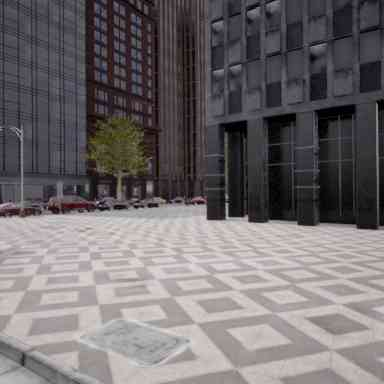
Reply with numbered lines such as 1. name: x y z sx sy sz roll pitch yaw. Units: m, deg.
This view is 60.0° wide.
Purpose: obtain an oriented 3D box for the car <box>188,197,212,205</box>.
1. car: 1.455 1.538 58.284 1.895 1.301 4.718 -1 0 34

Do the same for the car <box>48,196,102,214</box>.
1. car: -12.173 1.289 33.935 2.192 1.841 5.009 -1 0 35

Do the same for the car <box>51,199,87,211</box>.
1. car: -15.997 1.640 43.413 1.802 1.307 4.206 -1 0 35

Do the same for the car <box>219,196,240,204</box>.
1. car: 7.001 1.462 61.808 1.947 1.339 4.313 -1 0 35

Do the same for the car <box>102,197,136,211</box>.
1. car: -8.976 1.523 38.579 1.947 1.339 4.313 -1 0 35

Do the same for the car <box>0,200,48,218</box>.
1. car: -15.366 1.575 29.287 1.802 1.307 4.206 -1 0 35

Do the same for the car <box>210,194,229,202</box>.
1. car: 6.372 1.294 75.940 2.192 1.841 5.009 -1 0 35

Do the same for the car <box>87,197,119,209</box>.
1. car: -12.803 1.483 48.060 1.967 1.590 4.097 -1 0 35

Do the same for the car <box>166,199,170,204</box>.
1. car: -6.506 1.543 57.212 1.752 1.417 4.829 -1 0 35

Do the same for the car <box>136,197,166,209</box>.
1. car: -5.781 1.507 43.224 1.947 1.339 4.313 -1 0 35

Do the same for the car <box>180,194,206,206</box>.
1. car: 0.610 1.461 52.517 1.887 1.381 4.507 -1 0 35

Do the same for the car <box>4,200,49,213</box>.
1. car: -19.193 1.641 38.767 1.947 1.339 4.313 -1 0 35

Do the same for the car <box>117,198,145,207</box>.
1. car: -9.605 1.611 52.706 1.802 1.307 4.206 -1 0 35

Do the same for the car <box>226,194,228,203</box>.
1. car: 3.804 1.221 57.164 2.192 1.841 5.009 -1 0 35

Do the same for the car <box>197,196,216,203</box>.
1. car: 3.178 1.533 71.293 1.887 1.381 4.507 -1 0 35

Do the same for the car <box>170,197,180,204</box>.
1. car: -3.214 1.572 62.000 1.947 1.339 4.313 -1 0 35

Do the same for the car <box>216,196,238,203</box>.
1. car: 7.117 1.468 66.514 2.033 1.411 5.357 -1 0 35
